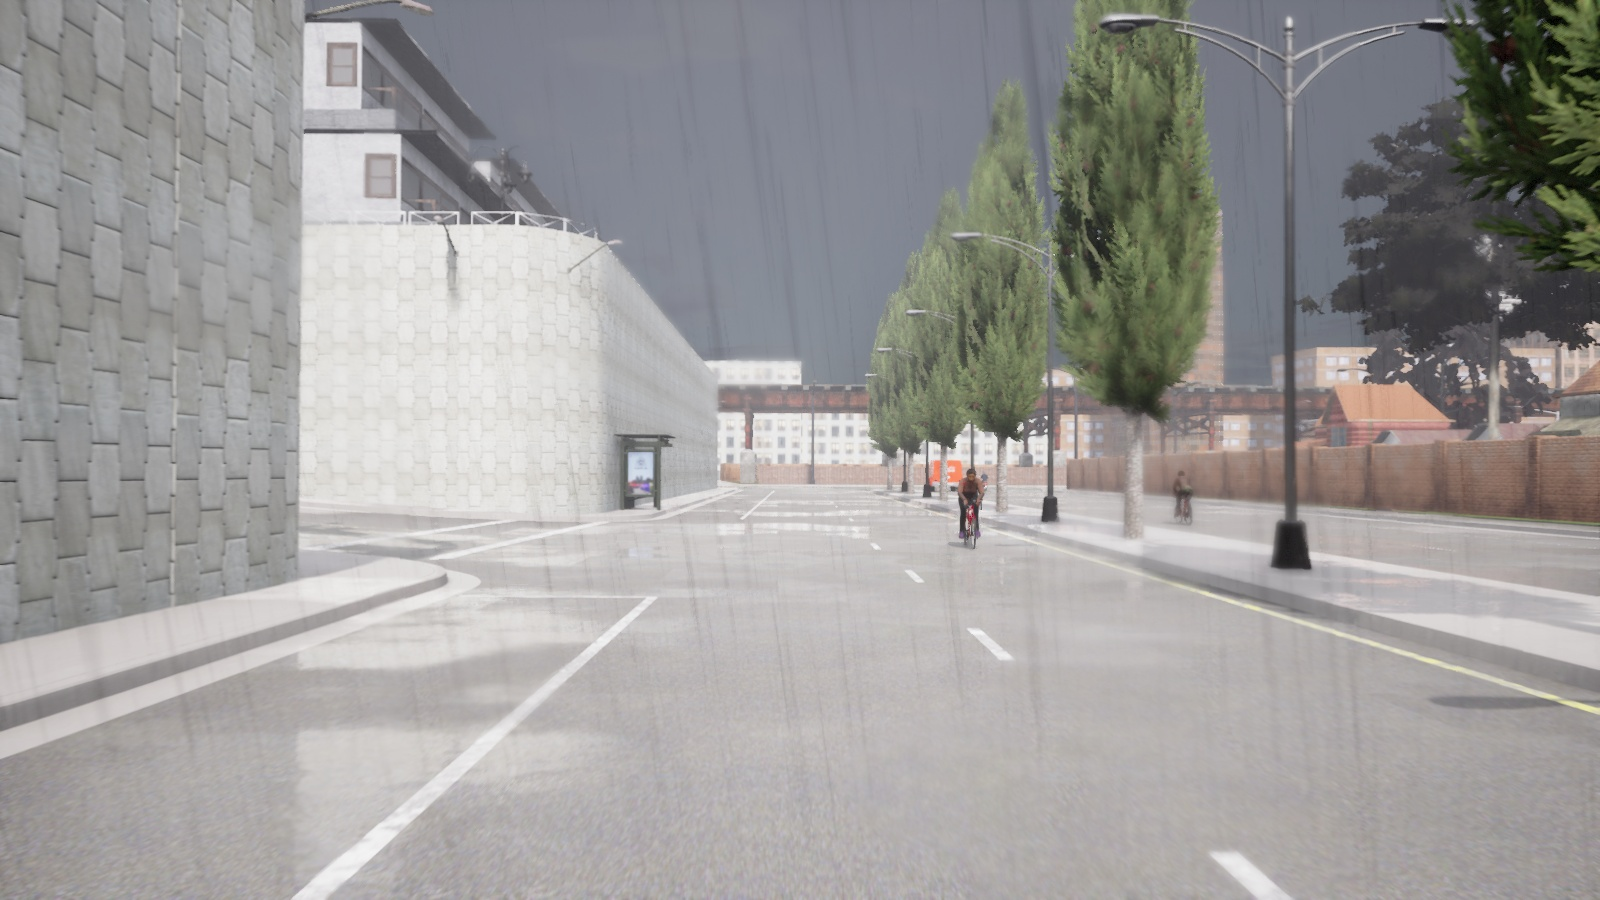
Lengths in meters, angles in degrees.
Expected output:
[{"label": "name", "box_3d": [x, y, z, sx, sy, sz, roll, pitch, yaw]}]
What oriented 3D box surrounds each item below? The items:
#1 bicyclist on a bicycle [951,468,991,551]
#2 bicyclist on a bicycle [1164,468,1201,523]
[{"label": "bicyclist on a bicycle", "box_3d": [3.438, 1.173, 25.341, 0.582, 1.620, 1.656, 0, -1, 0]}, {"label": "bicyclist on a bicycle", "box_3d": [11.407, 1.350, 37.510, 0.582, 1.620, 1.656, 0, -1, 0]}]
